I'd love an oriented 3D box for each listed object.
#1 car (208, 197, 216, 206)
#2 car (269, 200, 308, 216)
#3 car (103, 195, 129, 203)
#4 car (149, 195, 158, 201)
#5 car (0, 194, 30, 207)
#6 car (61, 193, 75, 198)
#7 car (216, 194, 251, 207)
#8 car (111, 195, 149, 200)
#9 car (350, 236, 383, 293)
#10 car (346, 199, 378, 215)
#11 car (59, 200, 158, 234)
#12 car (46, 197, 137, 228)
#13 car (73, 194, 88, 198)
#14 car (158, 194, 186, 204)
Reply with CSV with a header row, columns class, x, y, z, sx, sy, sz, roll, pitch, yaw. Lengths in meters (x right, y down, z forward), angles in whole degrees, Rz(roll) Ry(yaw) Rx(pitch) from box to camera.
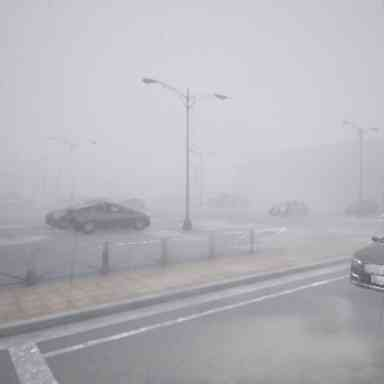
class,x,y,z,sx,sy,sz,roll,pitch,yaw
car,4.317,1.200,50.485,3.866,1.878,1.905,0,0,-35
car,9.055,1.479,31.218,3.806,1.475,1.970,0,0,-35
car,-14.824,1.396,65.017,4.514,1.523,2.007,0,0,-35
car,-6.948,1.356,66.050,3.806,1.475,1.970,0,0,-35
car,-25.988,1.391,48.709,3.806,1.475,1.970,0,0,-35
car,-19.057,1.158,53.595,4.605,1.855,1.932,0,0,-35
car,6.319,1.222,48.338,4.605,1.855,1.932,0,0,-35
car,-6.823,1.375,34.757,3.633,1.501,1.845,0,0,-35
car,5.799,1.526,8.126,4.902,1.511,2.128,0,0,-36
car,16.846,1.496,33.023,3.633,1.501,1.845,0,0,-35
car,-4.493,1.366,18.110,4.514,1.523,2.007,0,0,-35
car,-6.332,1.357,20.652,5.027,1.636,2.152,0,0,-35
car,-12.509,1.355,42.974,4.514,1.523,2.007,0,0,-35
car,-3.008,1.278,60.974,5.027,1.636,2.152,0,0,-35
